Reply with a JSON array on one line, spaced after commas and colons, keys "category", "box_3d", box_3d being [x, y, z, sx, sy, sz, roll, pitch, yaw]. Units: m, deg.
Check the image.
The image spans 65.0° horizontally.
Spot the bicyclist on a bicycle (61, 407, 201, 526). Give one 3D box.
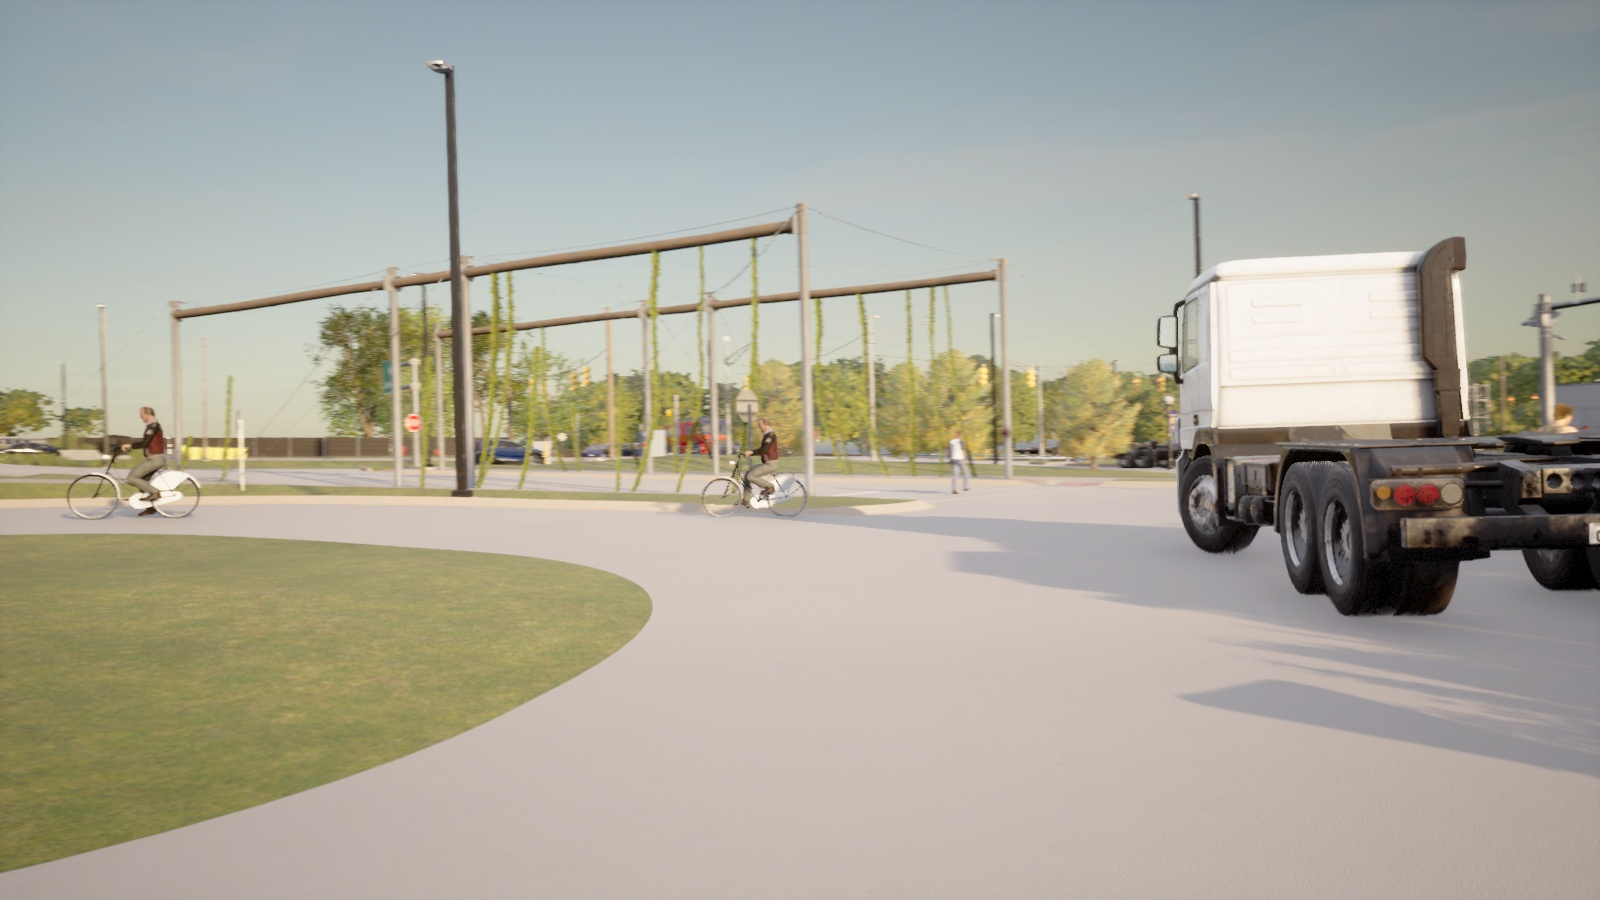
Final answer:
[{"category": "bicyclist on a bicycle", "box_3d": [-10.326, 0.246, 19.451, 1.843, 1.776, 0.659, 0, 0, -22]}]

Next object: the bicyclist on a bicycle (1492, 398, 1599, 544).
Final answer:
[{"category": "bicyclist on a bicycle", "box_3d": [8.964, 0.219, 14.594, 1.509, 1.612, 0.866, -2, 0, -27]}]

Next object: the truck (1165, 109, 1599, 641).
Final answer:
[{"category": "truck", "box_3d": [5.764, -0.556, 12.172, 2.891, 3.462, 7.936, -2, 1, 7]}]

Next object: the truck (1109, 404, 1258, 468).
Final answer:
[{"category": "truck", "box_3d": [21.757, -0.741, 71.697, 2.891, 3.462, 7.936, -1, 0, -36]}]

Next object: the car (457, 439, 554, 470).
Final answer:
[{"category": "car", "box_3d": [-16.397, 0.270, 70.056, 4.856, 1.649, 2.033, 0, -1, -32]}]

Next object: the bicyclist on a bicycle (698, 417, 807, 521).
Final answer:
[{"category": "bicyclist on a bicycle", "box_3d": [-0.836, 0.318, 21.830, 1.843, 1.776, 0.659, 0, 0, -6]}]

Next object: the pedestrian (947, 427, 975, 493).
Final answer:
[{"category": "pedestrian", "box_3d": [4.535, 0.286, 35.400, 0.354, 1.836, 0.706, -2, 0, 45]}]
